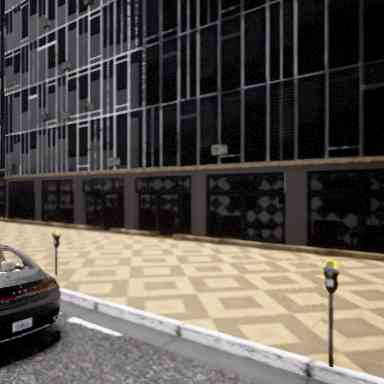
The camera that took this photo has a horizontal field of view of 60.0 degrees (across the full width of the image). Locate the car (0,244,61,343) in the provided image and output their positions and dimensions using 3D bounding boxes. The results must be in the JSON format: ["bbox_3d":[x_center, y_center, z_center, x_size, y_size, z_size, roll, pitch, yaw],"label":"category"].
[{"bbox_3d":[-4.064,1.568,5.768,4.403,1.369,2.008,0,0,35],"label":"car"}]
